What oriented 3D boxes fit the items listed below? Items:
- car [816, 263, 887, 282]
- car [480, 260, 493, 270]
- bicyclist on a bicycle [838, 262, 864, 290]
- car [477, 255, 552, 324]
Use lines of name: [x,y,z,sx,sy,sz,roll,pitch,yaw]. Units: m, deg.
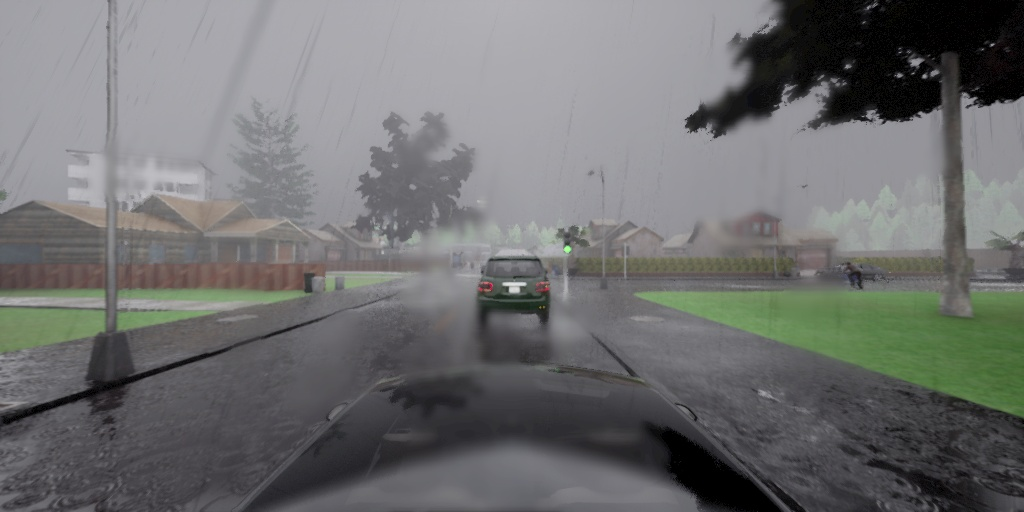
car: [28.154,1.368,29.843,4.892,1.490,1.837,0,0,0]
car: [-4.048,1.479,57.795,1.837,1.490,4.892,0,0,0]
bicyclist on a bicycle: [20.287,1.179,21.477,0.582,1.620,1.656,0,-1,0]
car: [0.082,1.013,12.235,2.150,2.045,5.566,0,0,0]
